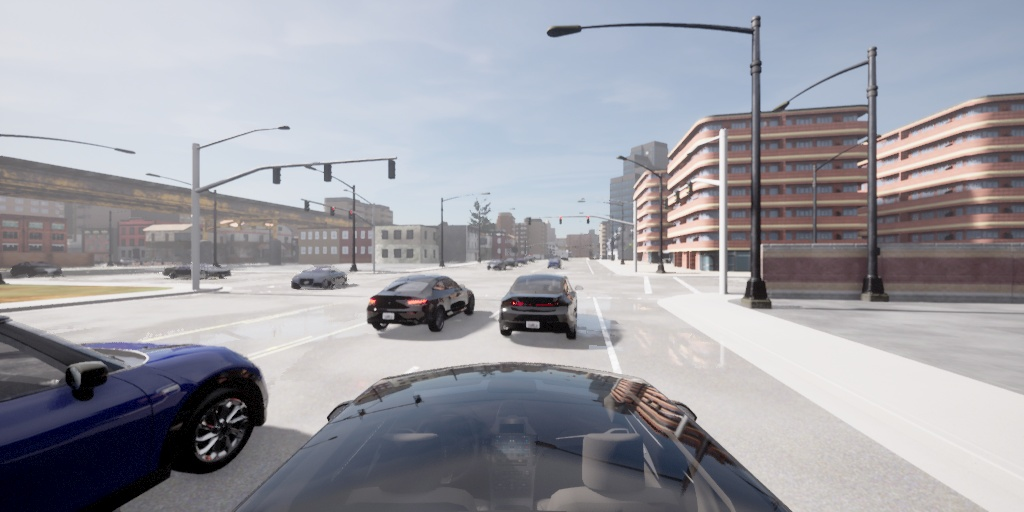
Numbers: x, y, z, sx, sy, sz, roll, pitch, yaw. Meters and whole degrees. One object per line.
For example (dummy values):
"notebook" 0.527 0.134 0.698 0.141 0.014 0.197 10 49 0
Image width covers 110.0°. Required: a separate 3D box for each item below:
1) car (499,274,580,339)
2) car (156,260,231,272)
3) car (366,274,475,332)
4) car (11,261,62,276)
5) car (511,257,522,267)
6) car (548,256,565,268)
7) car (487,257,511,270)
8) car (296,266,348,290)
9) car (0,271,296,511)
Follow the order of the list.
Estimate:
"car" 0.914 1.254 10.206 1.837 1.490 4.892 0 0 11
"car" -27.167 1.296 30.943 5.357 1.411 2.033 0 0 10
"car" -2.531 1.275 10.848 1.812 1.442 4.674 0 0 11
"car" -45.896 1.241 34.610 4.902 1.511 2.128 0 0 18
"car" -0.198 0.955 57.261 1.882 1.535 5.008 0 1 11
"car" 6.463 1.058 53.825 2.033 1.411 5.357 0 1 11
"car" -2.002 1.104 47.985 2.128 1.511 4.902 0 1 11
"car" -11.815 1.313 22.315 1.994 1.385 4.181 0 0 -5
"car" -3.858 1.102 2.072 2.097 1.767 4.553 0 0 6
